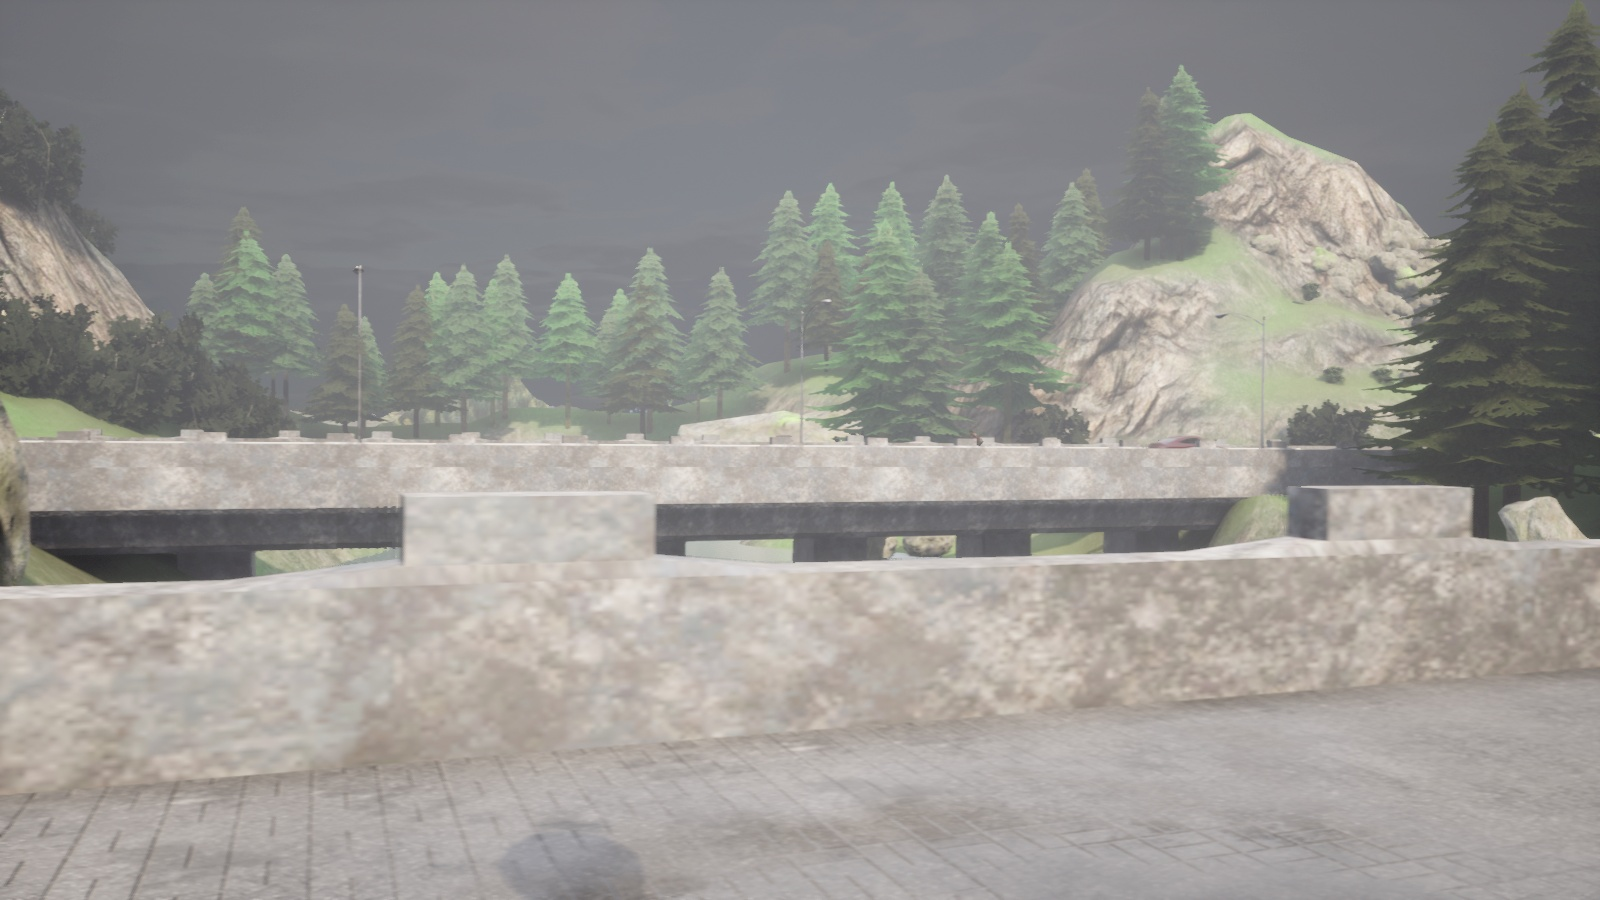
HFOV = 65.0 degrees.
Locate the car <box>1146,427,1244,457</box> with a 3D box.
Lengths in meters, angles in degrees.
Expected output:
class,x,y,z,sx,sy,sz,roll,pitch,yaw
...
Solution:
class,x,y,z,sx,sy,sz,roll,pitch,yaw
car,20.254,-0.443,64.421,4.674,1.442,1.812,-1,1,-21
